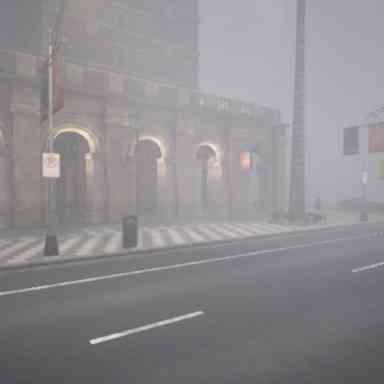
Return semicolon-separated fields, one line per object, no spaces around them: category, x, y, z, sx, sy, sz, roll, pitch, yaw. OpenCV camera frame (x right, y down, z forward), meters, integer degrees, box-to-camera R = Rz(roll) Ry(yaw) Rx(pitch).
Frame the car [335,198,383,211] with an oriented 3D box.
car;18.866;1.351;37.310;2.033;1.411;5.357;0;0;-34
